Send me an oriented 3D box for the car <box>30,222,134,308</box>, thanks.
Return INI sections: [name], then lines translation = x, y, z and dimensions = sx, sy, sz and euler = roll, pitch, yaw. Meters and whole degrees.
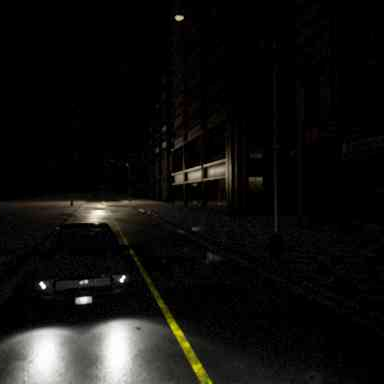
[car]
translation = -2.697, 1.512, 8.411
dimensions = 2.033, 1.411, 5.357
euler = 0, 0, -17
